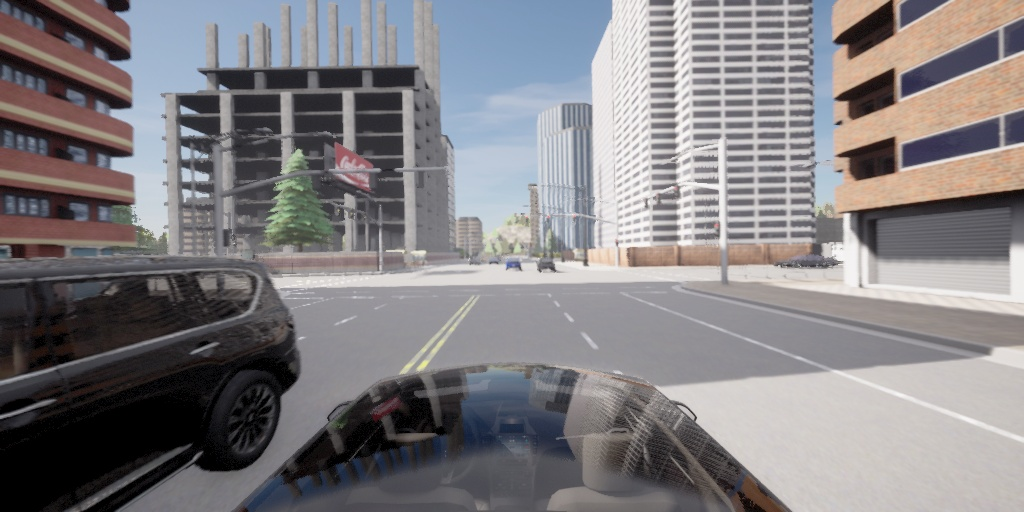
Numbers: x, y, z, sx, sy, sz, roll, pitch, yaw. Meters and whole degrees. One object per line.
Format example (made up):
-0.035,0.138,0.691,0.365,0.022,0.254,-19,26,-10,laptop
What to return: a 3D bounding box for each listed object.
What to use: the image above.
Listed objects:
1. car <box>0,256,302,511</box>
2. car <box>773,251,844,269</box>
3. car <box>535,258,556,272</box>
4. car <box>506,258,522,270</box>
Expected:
-3.604,1.035,1.992,2.150,2.045,5.566,-1,0,0,car
29.128,0.555,35.583,5.357,1.411,2.033,-1,0,0,car
3.669,0.951,39.271,1.837,1.490,4.892,-1,0,0,car
0.188,0.951,44.869,1.882,1.535,5.008,-1,0,0,car
